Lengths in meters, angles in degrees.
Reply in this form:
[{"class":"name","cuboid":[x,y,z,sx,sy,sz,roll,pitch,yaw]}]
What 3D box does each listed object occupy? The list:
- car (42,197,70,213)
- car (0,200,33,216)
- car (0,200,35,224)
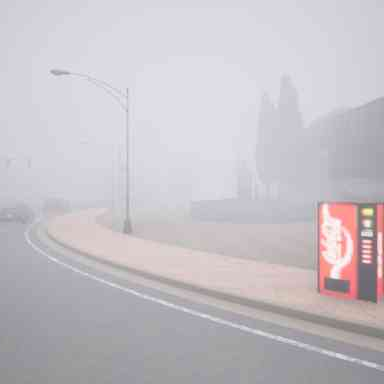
[{"class":"car","cuboid":[-15.215,1.352,37.419,2.097,1.767,4.553,0,0,-8]},{"class":"car","cuboid":[-18.463,1.547,34.299,2.033,1.411,5.357,0,0,-7]},{"class":"car","cuboid":[-12.974,1.564,24.550,1.994,1.385,4.181,0,0,-16]}]
